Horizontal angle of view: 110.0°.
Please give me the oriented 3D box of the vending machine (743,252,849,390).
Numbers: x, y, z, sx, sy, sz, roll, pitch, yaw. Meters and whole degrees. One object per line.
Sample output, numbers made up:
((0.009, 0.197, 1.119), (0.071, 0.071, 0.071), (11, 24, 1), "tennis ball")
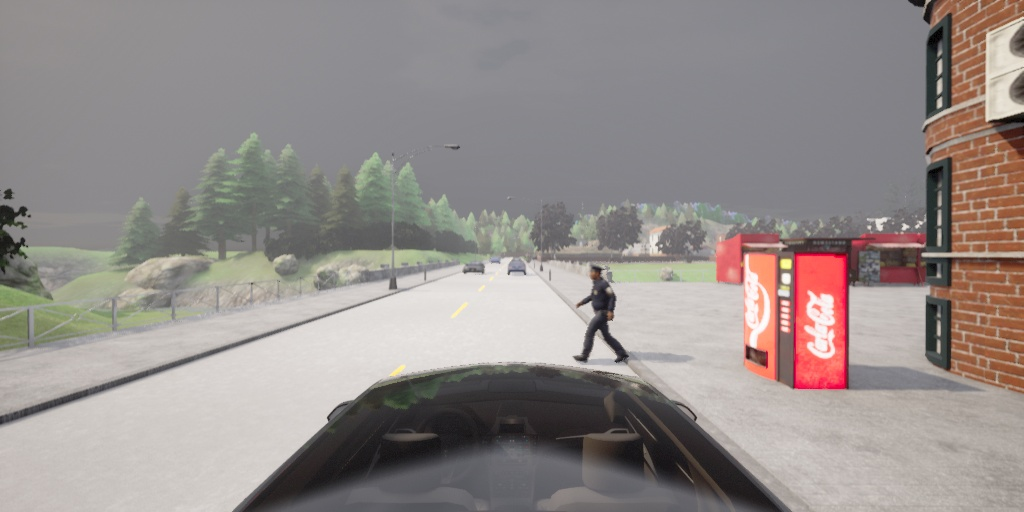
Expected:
((4.343, 0.926, 5.584), (1.100, 2.100, 0.880), (0, 0, 1), "vending machine")

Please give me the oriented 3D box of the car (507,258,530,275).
((0.502, 1.123, 36.659), (2.033, 1.411, 5.357), (0, 0, 1), "car")

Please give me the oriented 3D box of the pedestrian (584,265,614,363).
((1.582, 1.020, 6.548), (0.375, 1.860, 0.375), (0, 0, 1), "pedestrian")

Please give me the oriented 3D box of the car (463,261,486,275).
((-3.704, 1.144, 35.921), (1.994, 1.385, 4.181), (0, 0, 1), "car")
